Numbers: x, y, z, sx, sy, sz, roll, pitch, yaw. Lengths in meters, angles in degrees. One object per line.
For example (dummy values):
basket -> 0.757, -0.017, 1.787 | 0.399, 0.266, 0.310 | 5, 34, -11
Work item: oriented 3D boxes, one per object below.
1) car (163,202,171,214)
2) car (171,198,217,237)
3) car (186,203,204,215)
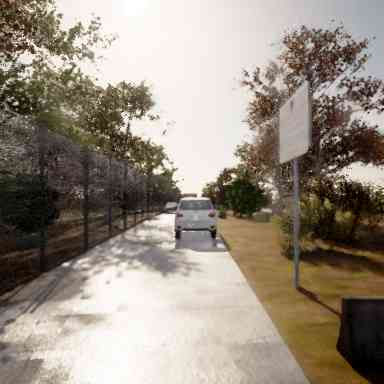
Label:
car -> -2.570, 2.042, 42.024 | 1.812, 1.442, 4.674 | 0, -1, 1
car -> 0.192, 1.340, 18.795 | 2.150, 2.045, 5.566 | 0, -1, 0
car -> 0.363, 2.049, 41.350 | 2.033, 1.411, 5.357 | 0, -1, 0
